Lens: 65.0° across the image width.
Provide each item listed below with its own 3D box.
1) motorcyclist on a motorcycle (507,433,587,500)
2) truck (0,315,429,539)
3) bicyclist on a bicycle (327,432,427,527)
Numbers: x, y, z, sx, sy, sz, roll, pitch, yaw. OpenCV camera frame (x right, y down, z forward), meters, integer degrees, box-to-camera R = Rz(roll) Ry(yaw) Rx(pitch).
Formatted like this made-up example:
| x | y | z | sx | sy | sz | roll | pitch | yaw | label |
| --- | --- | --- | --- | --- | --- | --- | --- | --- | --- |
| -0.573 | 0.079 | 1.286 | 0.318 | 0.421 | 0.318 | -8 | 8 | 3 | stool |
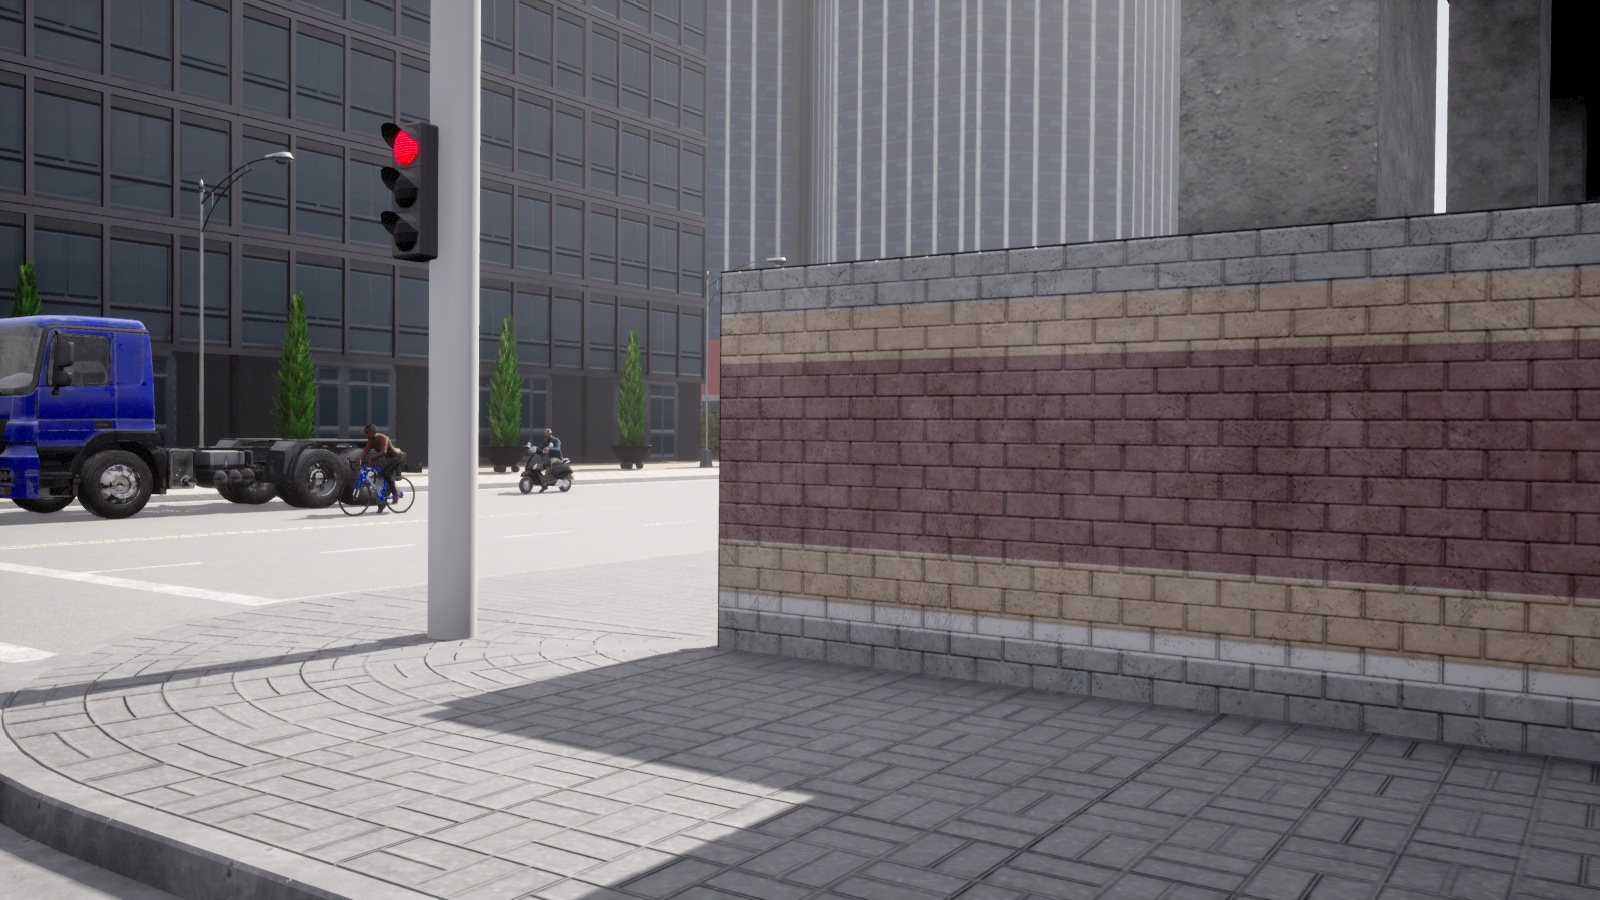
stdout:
| x | y | z | sx | sy | sz | roll | pitch | yaw | label |
| --- | --- | --- | --- | --- | --- | --- | --- | --- | --- |
| -6.189 | 0.376 | 30.776 | 0.866 | 1.590 | 1.817 | 0 | 1 | 34 | motorcyclist on a motorcycle |
| -11.092 | -0.415 | 23.453 | 2.891 | 3.462 | 7.936 | 0 | 1 | 34 | truck |
| -7.542 | 0.501 | 22.464 | 0.582 | 1.620 | 1.656 | 0 | 1 | 34 | bicyclist on a bicycle |
